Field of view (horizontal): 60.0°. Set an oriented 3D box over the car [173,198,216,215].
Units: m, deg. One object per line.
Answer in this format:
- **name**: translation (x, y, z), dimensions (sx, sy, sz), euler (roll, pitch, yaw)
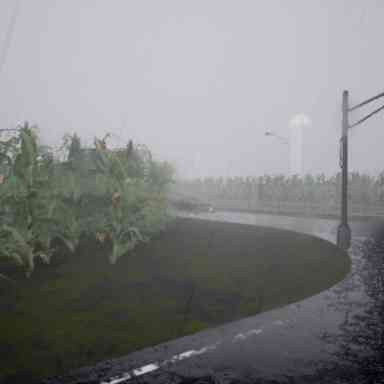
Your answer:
- **car**: translation (0.139, 1.287, 30.593), dimensions (2.128, 1.511, 4.902), euler (2, 0, -39)
